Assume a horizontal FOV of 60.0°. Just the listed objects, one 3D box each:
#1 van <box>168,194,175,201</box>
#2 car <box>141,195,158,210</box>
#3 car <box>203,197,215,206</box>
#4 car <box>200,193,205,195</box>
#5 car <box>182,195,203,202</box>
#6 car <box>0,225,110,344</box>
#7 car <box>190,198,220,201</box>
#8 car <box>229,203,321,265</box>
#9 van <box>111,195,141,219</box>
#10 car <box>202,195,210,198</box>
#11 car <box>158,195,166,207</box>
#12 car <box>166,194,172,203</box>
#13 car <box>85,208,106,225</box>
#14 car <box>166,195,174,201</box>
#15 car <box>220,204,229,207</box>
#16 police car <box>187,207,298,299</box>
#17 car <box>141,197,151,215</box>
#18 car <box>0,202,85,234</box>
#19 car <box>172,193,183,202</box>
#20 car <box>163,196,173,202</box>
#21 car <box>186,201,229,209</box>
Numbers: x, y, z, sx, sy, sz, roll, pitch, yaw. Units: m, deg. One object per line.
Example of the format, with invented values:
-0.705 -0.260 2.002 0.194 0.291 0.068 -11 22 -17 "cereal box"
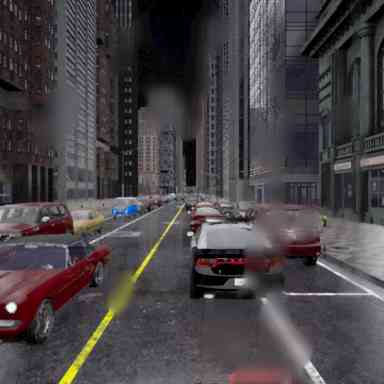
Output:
-5.642 1.393 90.554 1.690 1.788 3.998 0 0 0 "van"
-5.712 1.327 39.787 2.192 1.841 5.009 0 0 0 "car"
2.837 1.592 56.702 1.947 1.339 4.313 0 0 0 "car"
2.861 1.584 73.624 1.887 1.381 4.507 0 0 0 "car"
0.087 1.509 45.591 2.128 1.511 4.902 0 0 1 "car"
-3.091 1.600 6.508 1.895 1.301 4.718 0 0 0 "car"
0.933 1.459 24.679 1.801 1.575 5.366 0 0 0 "car"
2.774 1.315 11.579 2.192 1.841 5.009 0 0 0 "car"
-5.728 1.347 28.506 1.690 1.788 3.998 0 0 0 "van"
2.821 1.457 45.421 1.967 1.590 4.097 0 0 0 "car"
-5.697 1.336 51.069 2.192 1.841 5.009 0 0 0 "car"
-5.672 1.601 67.991 1.947 1.339 4.313 0 0 0 "car"
-5.743 1.527 17.054 1.752 1.417 4.829 0 0 0 "car"
-5.649 1.573 84.743 1.752 1.417 4.829 0 0 0 "car"
2.783 1.552 17.219 2.008 1.369 4.403 0 0 0 "car"
0.897 1.425 8.600 1.930 1.638 5.238 0 0 0 "police car"
-5.719 1.559 34.146 2.008 1.369 4.403 0 0 0 "car"
-5.751 1.315 11.584 2.192 1.841 5.009 0 0 0 "car"
-2.904 1.263 77.593 2.150 2.045 5.566 0 0 0 "car"
-5.657 1.594 79.272 2.008 1.369 4.403 0 0 0 "car"
0.803 1.480 18.462 1.882 1.535 5.008 0 0 -2 "car"
